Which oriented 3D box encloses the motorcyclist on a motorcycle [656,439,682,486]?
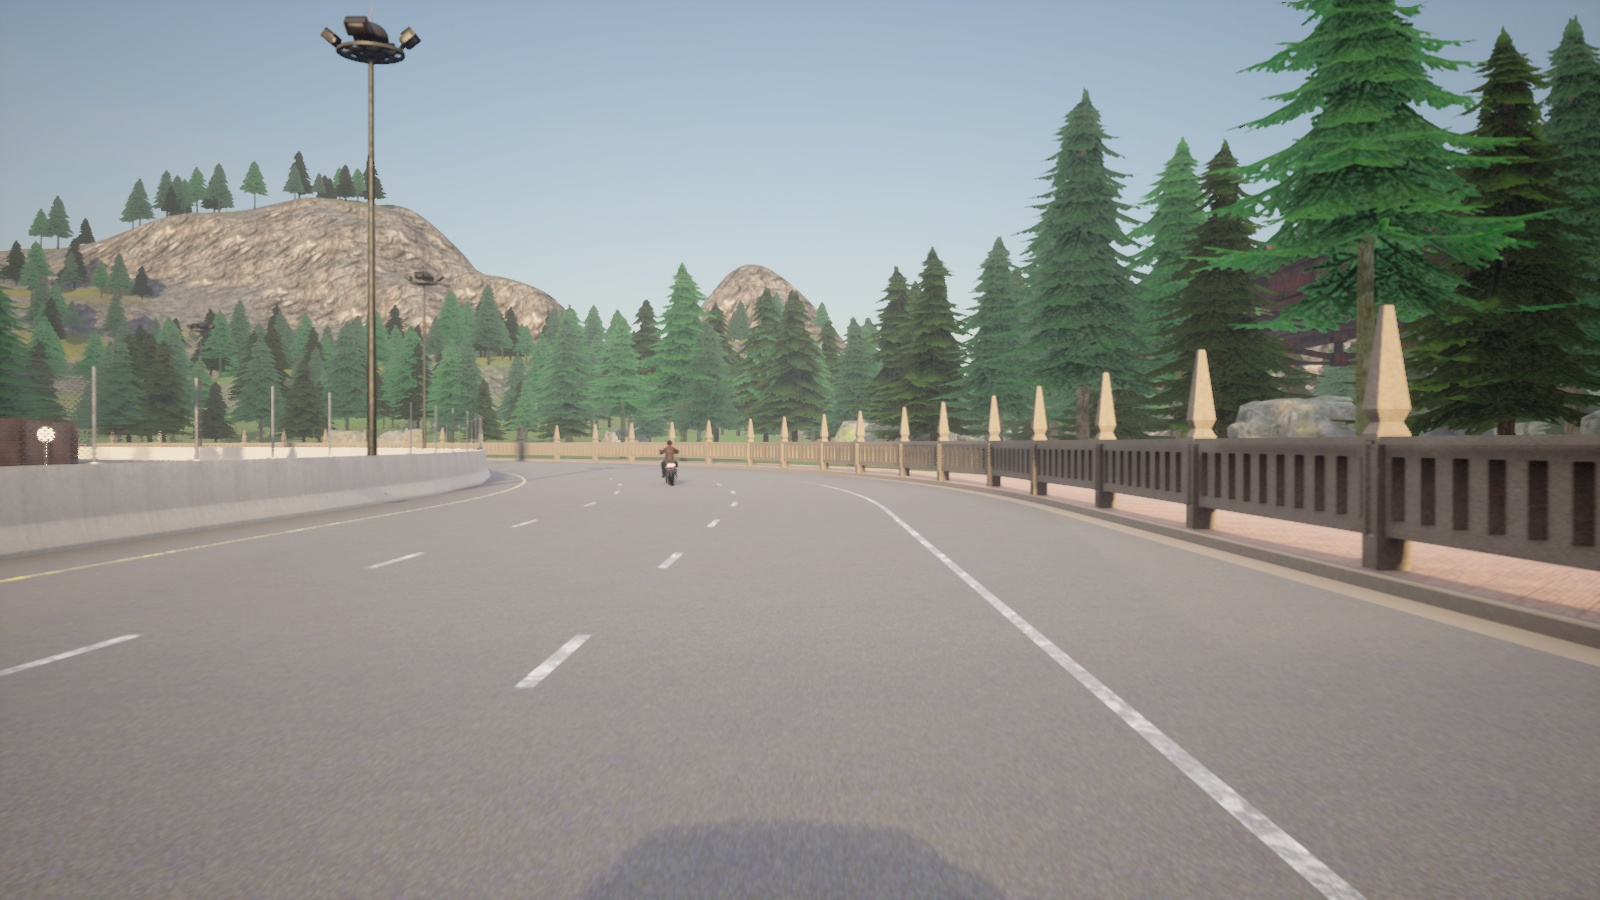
[{"bbox_3d":[-4.749,0.436,45.538,0.766,1.649,2.350,-1,0,-9],"label":"motorcyclist on a motorcycle"}]
